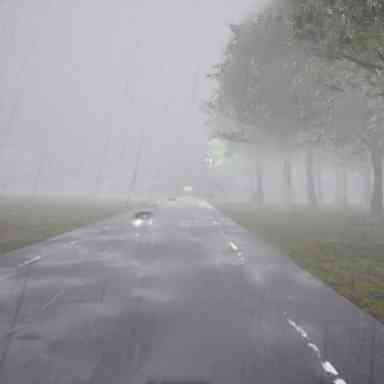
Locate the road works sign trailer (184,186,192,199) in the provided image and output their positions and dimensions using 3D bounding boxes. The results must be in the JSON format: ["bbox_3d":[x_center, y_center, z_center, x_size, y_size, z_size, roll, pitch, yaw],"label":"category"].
[{"bbox_3d":[-1.101,0.130,93.626,2.380,3.560,2.880,0,0,-1],"label":"road works sign trailer"}]

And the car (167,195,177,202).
[{"bbox_3d":[-4.099,1.289,68.773,2.033,1.411,5.357,0,0,-1],"label":"car"}]

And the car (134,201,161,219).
[{"bbox_3d":[-3.705,1.496,28.620,2.033,1.411,5.357,0,0,0],"label":"car"}]
